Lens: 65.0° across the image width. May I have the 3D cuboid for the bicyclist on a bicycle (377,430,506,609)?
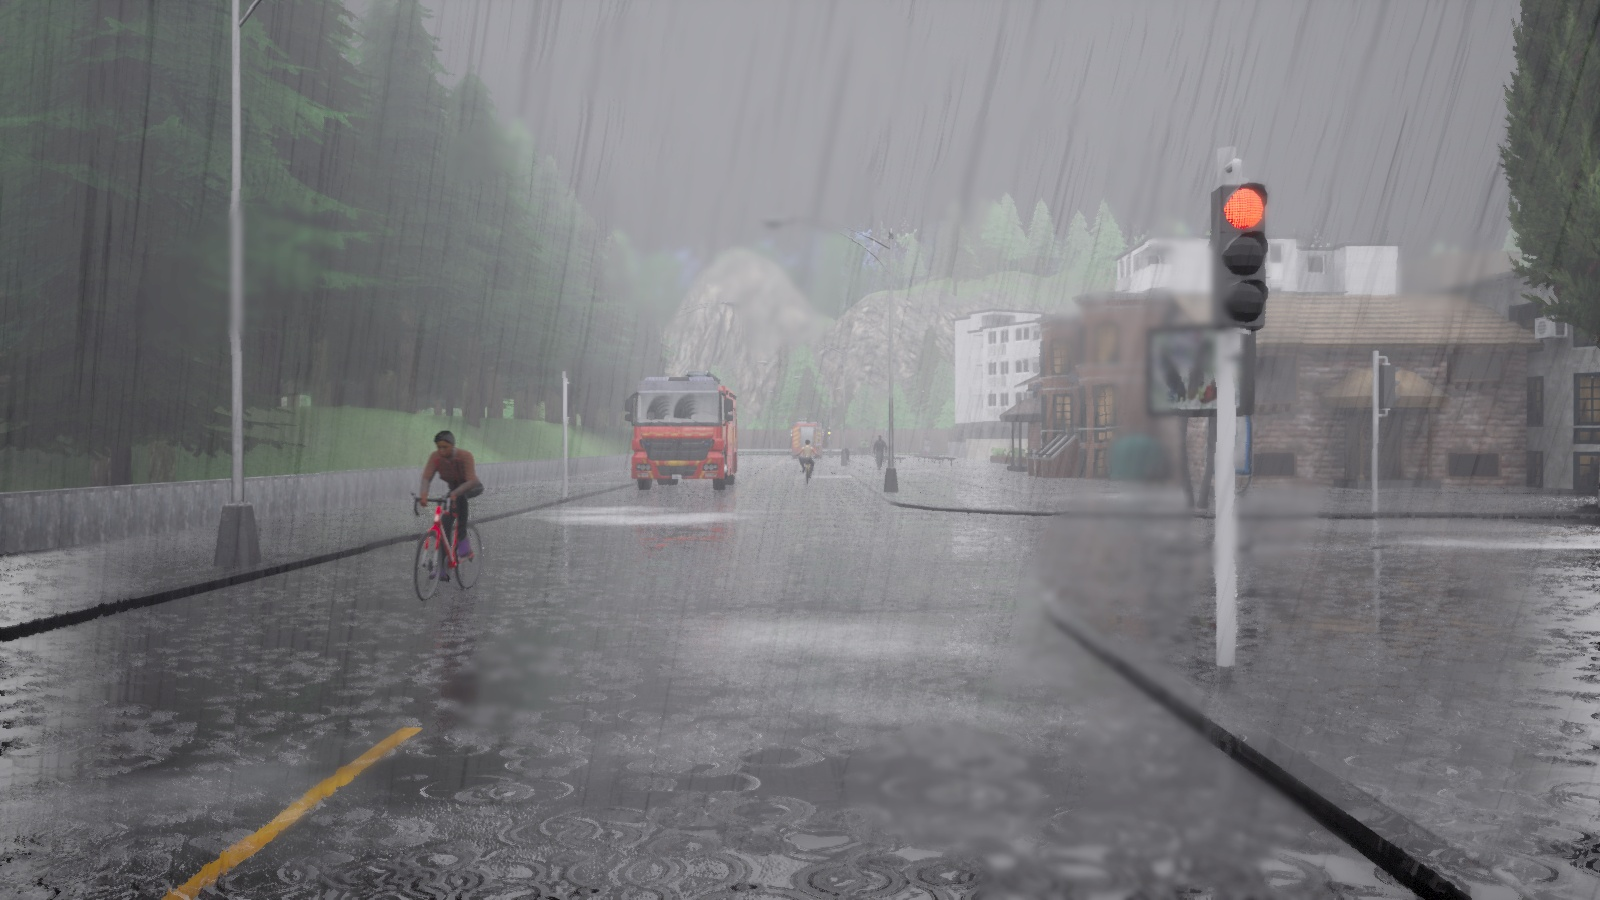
[{"bbox_3d":[-3.482,0.627,12.327,0.582,1.620,1.656,1,1,7],"label":"bicyclist on a bicycle"}]

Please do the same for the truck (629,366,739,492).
[{"bbox_3d":[-3.747,-0.661,42.435,2.891,3.827,8.468,0,0,0],"label":"truck"}]

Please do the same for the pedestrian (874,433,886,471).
[{"bbox_3d":[4.018,0.100,63.277,0.563,1.883,0.849,0,0,1],"label":"pedestrian"}]
